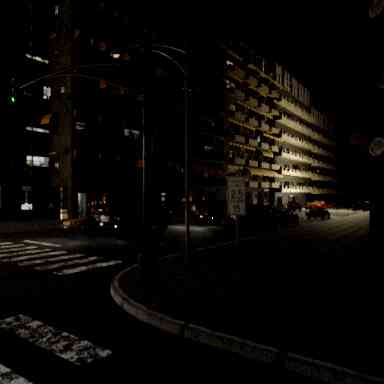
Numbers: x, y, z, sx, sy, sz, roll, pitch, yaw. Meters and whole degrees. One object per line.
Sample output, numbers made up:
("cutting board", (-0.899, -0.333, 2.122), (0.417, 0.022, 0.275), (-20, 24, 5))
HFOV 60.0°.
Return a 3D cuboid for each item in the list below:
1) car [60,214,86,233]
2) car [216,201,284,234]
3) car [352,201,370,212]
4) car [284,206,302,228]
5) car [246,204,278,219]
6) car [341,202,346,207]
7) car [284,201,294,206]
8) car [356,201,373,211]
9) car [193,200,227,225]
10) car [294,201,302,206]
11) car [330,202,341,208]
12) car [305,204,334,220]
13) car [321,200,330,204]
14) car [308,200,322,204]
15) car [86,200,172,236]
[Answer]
("car", (-6.247, 1.834, 21.980), (1.752, 1.417, 4.829), (-1, -2, 35))
("car", (3.971, 1.711, 22.043), (2.192, 1.841, 5.009), (-1, -2, 35))
("car", (29.900, 2.522, 59.197), (2.192, 1.841, 5.009), (-1, -2, 35))
("car", (7.213, 2.043, 26.681), (1.887, 1.381, 4.507), (-1, -2, 35))
("car", (8.054, 2.190, 37.901), (1.837, 1.490, 4.892), (0, -1, 35))
("car", (39.230, 3.281, 87.142), (1.947, 1.339, 4.313), (-1, -2, 35))
("car", (13.200, 2.446, 49.846), (1.752, 1.417, 4.829), (-1, -2, 35))
("car", (33.141, 2.621, 63.842), (2.192, 1.841, 5.009), (-1, -2, 35))
("car", (2.327, 1.728, 29.720), (2.150, 2.045, 5.566), (0, -1, 34))
("car", (16.538, 2.340, 54.636), (2.192, 1.841, 5.009), (-1, -2, 35))
("car", (32.746, 3.066, 77.852), (1.887, 1.381, 4.507), (-1, -2, 35))
("car", (13.696, 2.284, 35.969), (1.802, 1.307, 4.206), (-1, -2, 35))
("car", (26.262, 2.640, 68.569), (2.192, 1.841, 5.009), (-1, -2, 35))
("car", (23.022, 2.770, 63.919), (1.887, 1.381, 4.507), (-1, -2, 35))
("car", (-3.582, 1.540, 21.252), (2.150, 2.045, 5.566), (0, -1, 35))
